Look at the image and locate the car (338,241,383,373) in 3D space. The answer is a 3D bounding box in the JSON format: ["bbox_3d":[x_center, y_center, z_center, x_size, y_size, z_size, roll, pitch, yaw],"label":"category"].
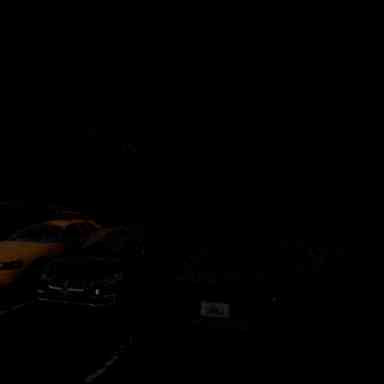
[{"bbox_3d":[3.304,1.487,4.580,2.097,1.535,5.008,1,-1,16],"label":"car"}]

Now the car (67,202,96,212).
[{"bbox_3d":[-20.283,2.677,61.051,4.553,1.767,2.185,0,-2,15],"label":"car"}]

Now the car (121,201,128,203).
[{"bbox_3d":[-15.196,2.822,68.384,5.566,2.045,2.435,0,-2,15],"label":"car"}]

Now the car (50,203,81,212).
[{"bbox_3d":[-22.159,2.729,58.248,4.792,1.488,2.163,0,-2,15],"label":"car"}]

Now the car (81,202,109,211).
[{"bbox_3d":[-18.528,2.767,63.472,4.553,1.767,2.185,0,-2,15],"label":"car"}]

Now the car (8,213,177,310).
[{"bbox_3d":[-1.508,1.486,8.021,2.231,1.521,4.892,1,-1,16],"label":"car"}]

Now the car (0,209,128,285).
[{"bbox_3d":[-3.954,1.478,9.556,1.946,1.575,5.366,1,-1,15],"label":"car"}]

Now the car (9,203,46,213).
[{"bbox_3d":[-26.051,2.495,52.677,4.892,1.521,2.231,0,-2,15],"label":"car"}]

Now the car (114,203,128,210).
[{"bbox_3d":[-11.090,2.527,42.417,4.674,1.452,2.002,1,-1,15],"label":"car"}]

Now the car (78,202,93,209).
[{"bbox_3d":[-14.368,2.283,37.425,5.366,1.575,1.946,2,-2,15],"label":"car"}]

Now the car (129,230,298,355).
[{"bbox_3d":[0.906,1.516,6.325,2.163,1.488,4.792,0,-1,16],"label":"car"}]

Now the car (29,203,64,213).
[{"bbox_3d":[-24.302,2.594,55.508,5.366,1.575,1.946,0,-2,15],"label":"car"}]

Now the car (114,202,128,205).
[{"bbox_3d":[-9.353,2.581,44.894,5.008,1.535,2.097,1,-1,15],"label":"car"}]

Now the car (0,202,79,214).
[{"bbox_3d":[-6.308,1.357,11.485,2.185,1.767,4.553,1,-1,16],"label":"car"}]

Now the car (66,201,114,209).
[{"bbox_3d":[-12.781,2.137,39.952,5.566,2.045,2.435,1,-1,15],"label":"car"}]

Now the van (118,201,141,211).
[{"bbox_3d":[-13.360,2.937,70.797,4.442,1.987,1.878,0,-2,15],"label":"van"}]
